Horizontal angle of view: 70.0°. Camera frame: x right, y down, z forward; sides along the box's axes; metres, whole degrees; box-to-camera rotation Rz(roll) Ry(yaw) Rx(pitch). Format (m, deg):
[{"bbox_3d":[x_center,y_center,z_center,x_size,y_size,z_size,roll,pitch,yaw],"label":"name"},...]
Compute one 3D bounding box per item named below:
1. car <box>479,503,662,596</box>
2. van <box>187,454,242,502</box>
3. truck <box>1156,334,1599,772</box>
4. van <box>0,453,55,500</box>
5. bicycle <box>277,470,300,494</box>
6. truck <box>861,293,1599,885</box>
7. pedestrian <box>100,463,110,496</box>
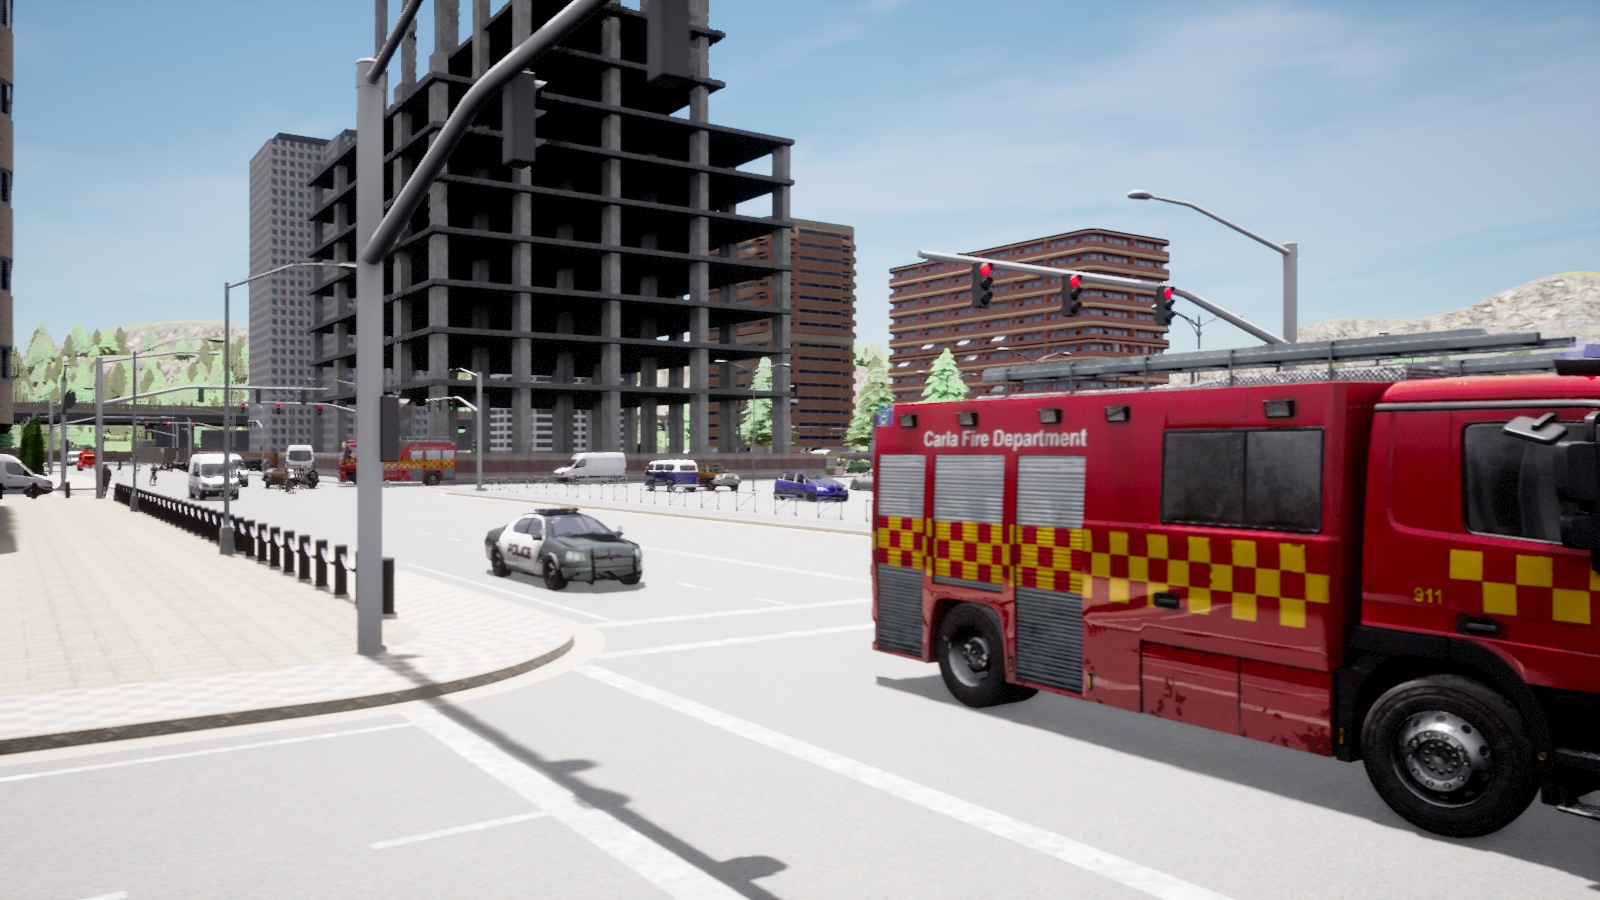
[{"bbox_3d":[-5.067,2.045,24.616,2.038,1.542,4.974,0,0,-35],"label":"car"},{"bbox_3d":[-33.165,1.534,64.630,1.988,2.561,5.915,0,0,-35],"label":"van"},{"bbox_3d":[7.801,0.901,11.560,2.891,3.827,8.468,0,0,-28],"label":"truck"},{"bbox_3d":[-45.212,1.479,63.871,5.915,2.561,1.988,0,0,-36],"label":"van"},{"bbox_3d":[-32.400,2.039,72.346,1.643,1.496,0.373,-1,1,28],"label":"bicycle"},{"bbox_3d":[4.321,0.898,11.197,2.891,3.827,8.468,0,0,-34],"label":"truck"},{"bbox_3d":[-39.001,1.651,64.124,0.375,1.860,0.375,0,0,-42],"label":"pedestrian"}]
